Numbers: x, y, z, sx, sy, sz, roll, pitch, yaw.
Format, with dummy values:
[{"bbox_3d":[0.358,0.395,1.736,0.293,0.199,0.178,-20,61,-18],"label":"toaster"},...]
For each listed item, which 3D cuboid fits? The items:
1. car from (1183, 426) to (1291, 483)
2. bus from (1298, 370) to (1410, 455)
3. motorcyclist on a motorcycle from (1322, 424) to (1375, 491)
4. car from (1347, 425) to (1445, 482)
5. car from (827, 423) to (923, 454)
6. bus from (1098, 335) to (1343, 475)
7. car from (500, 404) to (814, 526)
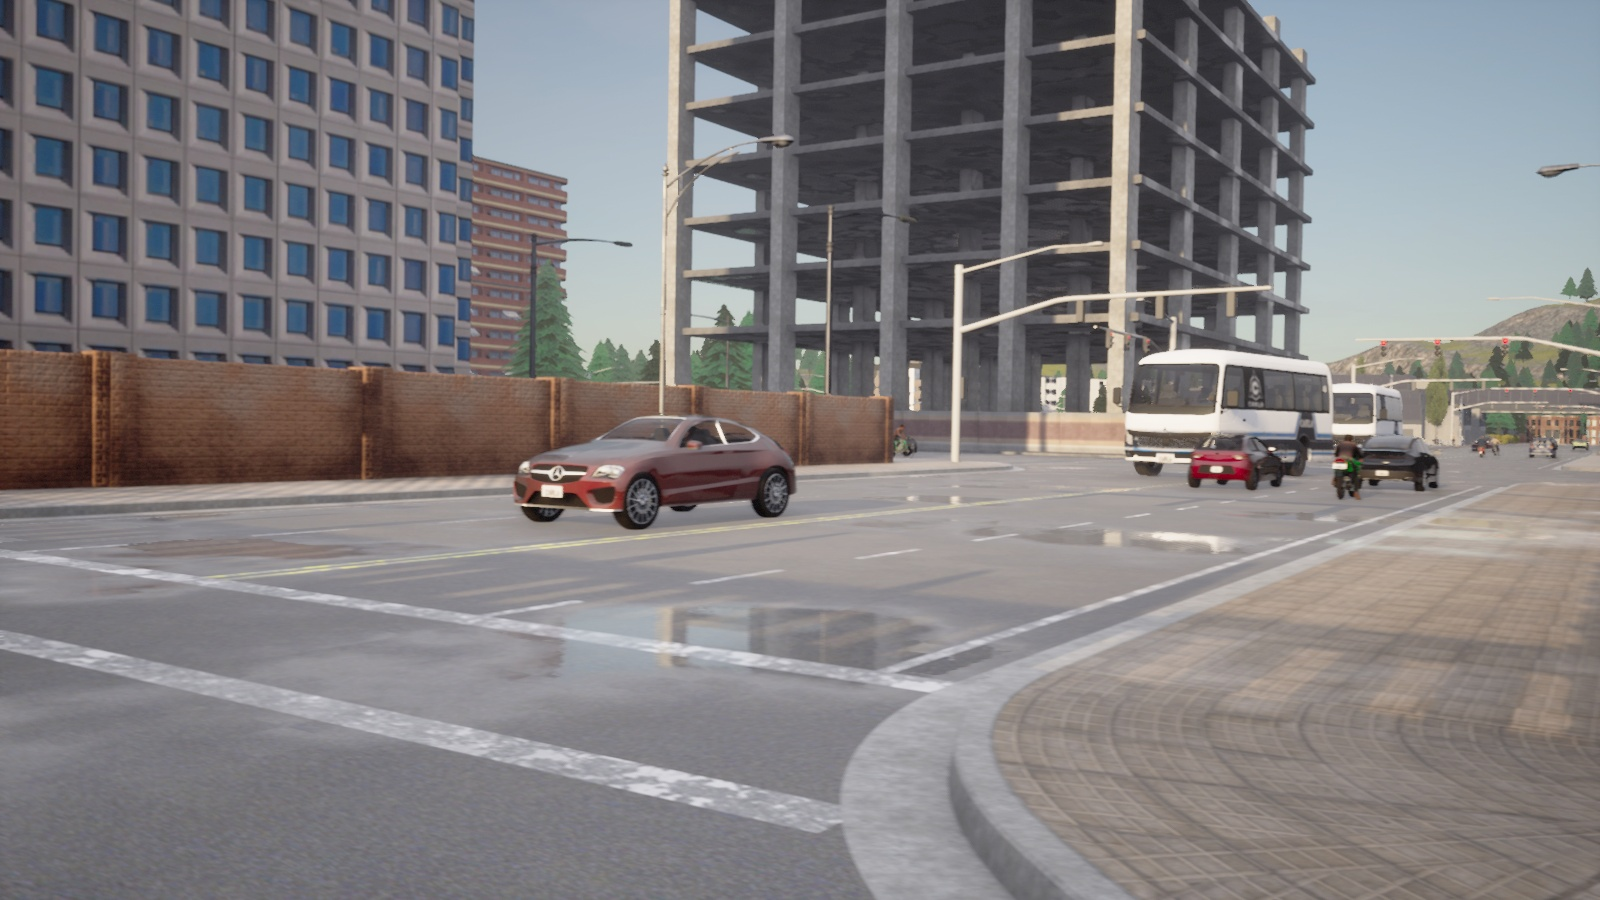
[{"bbox_3d":[12.119,0.077,34.678,1.816,1.474,4.193,1,1,33],"label":"car"},{"bbox_3d":[30.463,-2.004,68.732,3.944,4.253,10.273,1,1,33],"label":"bus"},{"bbox_3d":[12.916,0.151,29.538,0.797,1.523,2.044,1,1,33],"label":"motorcyclist on a motorcycle"},{"bbox_3d":[16.999,0.049,35.711,1.837,1.490,4.892,1,1,33],"label":"car"},{"bbox_3d":[3.803,-0.597,64.149,4.514,1.525,2.007,1,1,34],"label":"car"},{"bbox_3d":[14.666,-1.485,43.122,3.944,4.253,10.273,2,2,43],"label":"bus"},{"bbox_3d":[-2.039,0.145,19.610,2.152,1.651,5.027,1,1,33],"label":"car"}]
